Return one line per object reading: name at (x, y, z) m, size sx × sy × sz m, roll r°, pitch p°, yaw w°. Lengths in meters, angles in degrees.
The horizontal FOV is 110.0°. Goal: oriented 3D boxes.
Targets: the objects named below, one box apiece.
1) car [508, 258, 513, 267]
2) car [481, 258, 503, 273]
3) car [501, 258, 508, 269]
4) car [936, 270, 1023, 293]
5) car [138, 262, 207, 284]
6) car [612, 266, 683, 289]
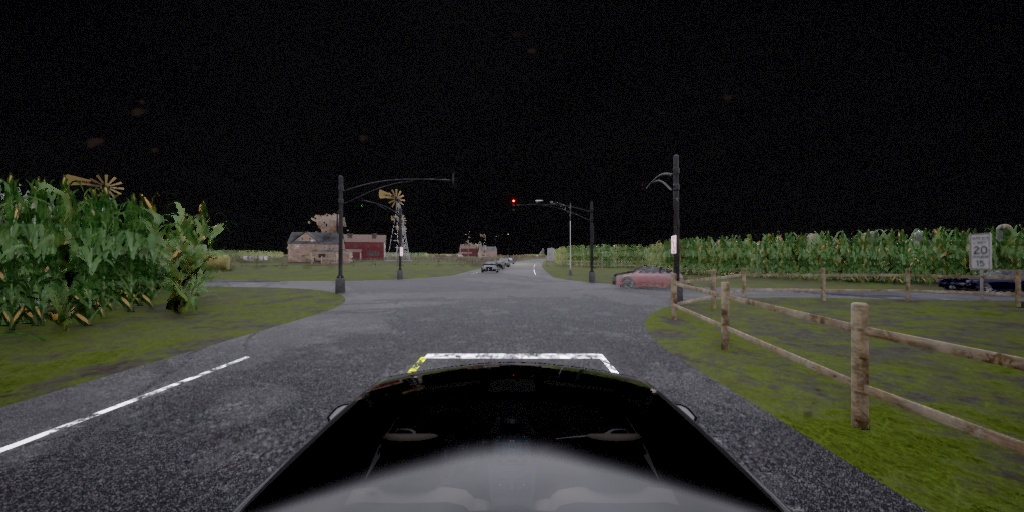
car at (-1.433, 1.083, 63.429) m, size 2.097 × 1.767 × 4.553 m, roll 0°, pitch 0°, yaw 4°
car at (-2.571, 1.309, 43.794) m, size 1.994 × 1.385 × 4.181 m, roll 0°, pitch 0°, yaw 3°
car at (-2.108, 1.341, 52.865) m, size 1.895 × 1.301 × 4.718 m, roll 0°, pitch 0°, yaw 3°
car at (26.700, 1.410, 19.597) m, size 4.718 × 1.301 × 1.895 m, roll 0°, pitch -1°, yaw 10°
car at (-24.172, 1.195, 25.400) m, size 4.902 × 1.511 × 2.128 m, roll 0°, pitch -1°, yaw 10°
car at (8.540, 1.347, 22.724) m, size 4.181 × 1.385 × 1.994 m, roll 0°, pitch -1°, yaw 10°
